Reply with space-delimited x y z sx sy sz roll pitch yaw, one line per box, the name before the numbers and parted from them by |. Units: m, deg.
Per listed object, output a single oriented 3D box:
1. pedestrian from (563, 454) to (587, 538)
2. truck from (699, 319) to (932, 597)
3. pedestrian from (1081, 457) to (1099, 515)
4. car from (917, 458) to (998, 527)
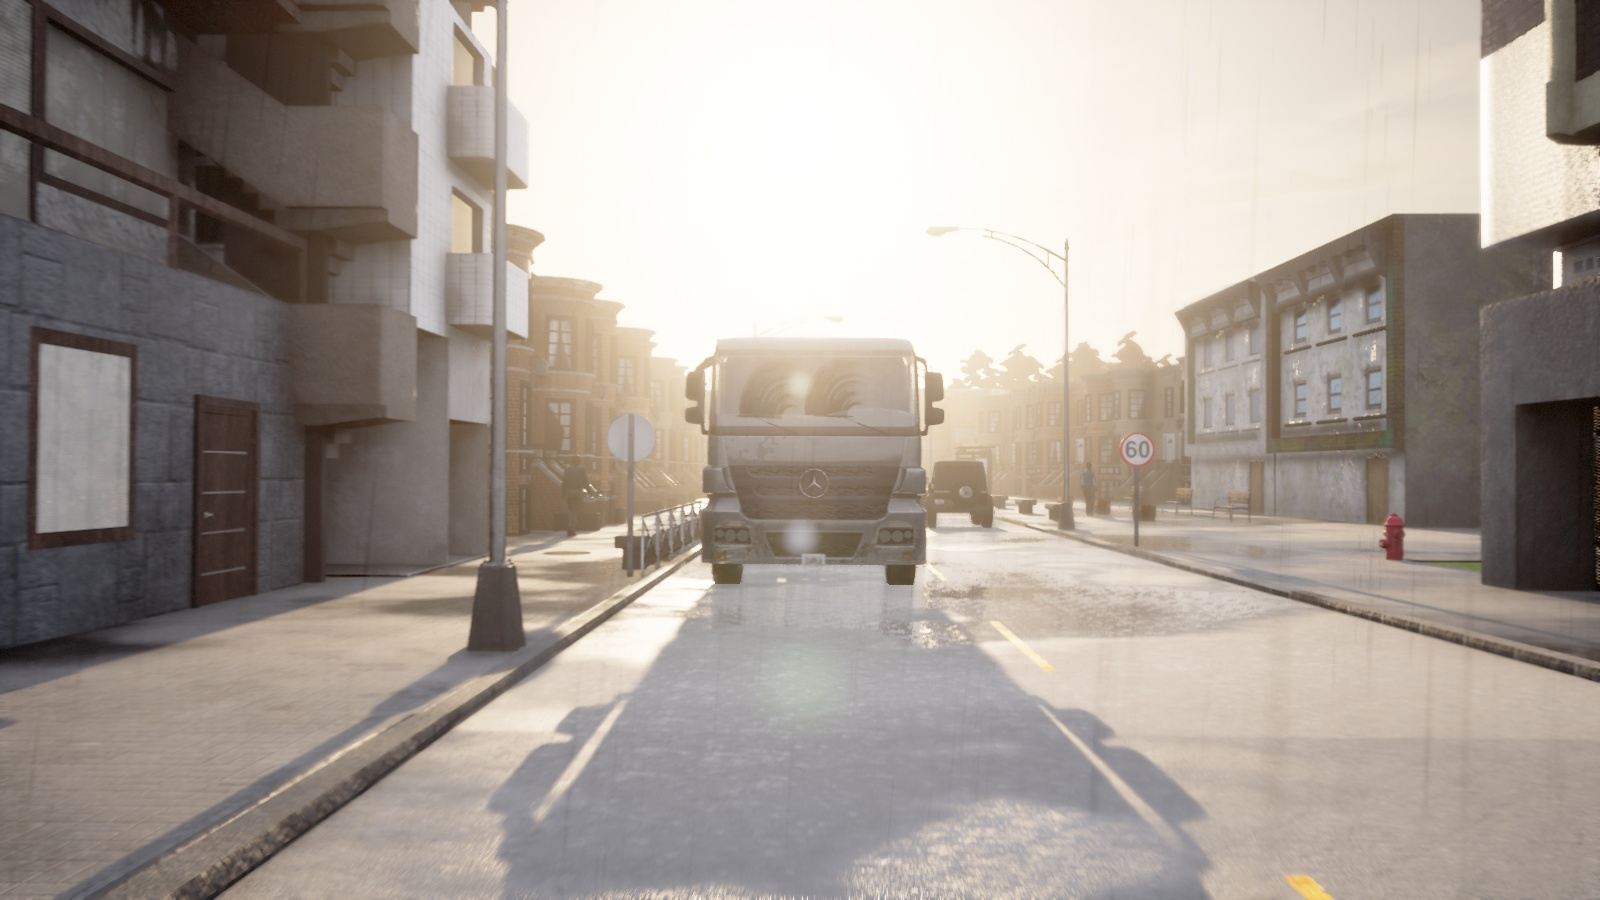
pedestrian | -4.960 1.006 27.743 0.370 1.835 0.726 0 -1 2
truck | 0.245 0.161 19.668 2.891 3.462 7.936 0 -1 1
pedestrian | 9.606 1.187 41.574 0.396 1.930 0.692 0 -1 -3
car | 4.487 1.204 36.363 1.905 1.878 3.866 0 -1 1
